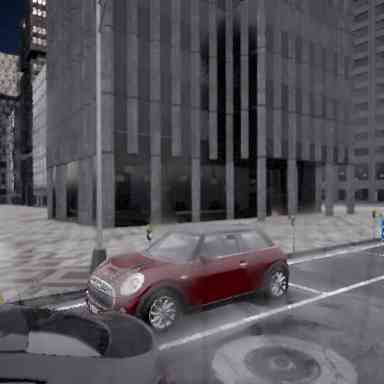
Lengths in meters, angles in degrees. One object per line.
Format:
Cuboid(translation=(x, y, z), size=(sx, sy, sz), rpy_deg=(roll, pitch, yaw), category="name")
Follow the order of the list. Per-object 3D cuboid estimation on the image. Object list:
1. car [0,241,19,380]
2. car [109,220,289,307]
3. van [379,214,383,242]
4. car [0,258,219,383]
Cuboid(translation=(-4.591, 1.535, 3.382), size=(4.829, 1.417, 1.752), rpy_deg=(0, 0, -35), category="car")
Cuboid(translation=(0.023, 1.421, 6.656), size=(4.097, 1.590, 1.967), rpy_deg=(0, 0, -35), category="car")
Cuboid(translation=(8.972, 1.266, 13.008), size=(3.998, 1.788, 1.690), rpy_deg=(0, 0, -35), category="van")
Cuboid(translation=(-2.251, 1.530, 1.779), size=(4.674, 1.442, 1.812), rpy_deg=(0, 0, -35), category="car")
